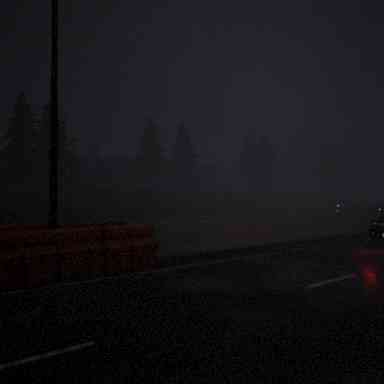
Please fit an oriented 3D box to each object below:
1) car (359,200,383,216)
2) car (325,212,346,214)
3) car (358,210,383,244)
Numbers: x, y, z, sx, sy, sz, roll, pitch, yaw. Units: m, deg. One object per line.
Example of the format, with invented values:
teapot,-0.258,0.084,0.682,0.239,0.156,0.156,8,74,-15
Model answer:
car,20.148,1.705,35.598,5.008,1.535,1.882,0,0,-36
car,16.750,1.569,37.474,4.553,1.767,2.097,0,0,-36
car,9.987,1.595,15.179,4.902,1.511,2.128,0,0,-35
